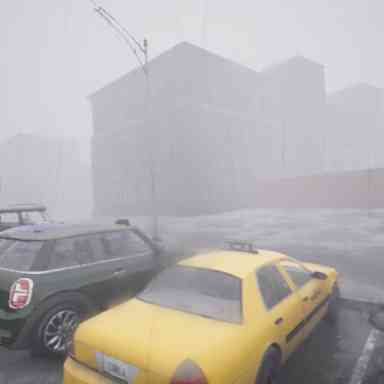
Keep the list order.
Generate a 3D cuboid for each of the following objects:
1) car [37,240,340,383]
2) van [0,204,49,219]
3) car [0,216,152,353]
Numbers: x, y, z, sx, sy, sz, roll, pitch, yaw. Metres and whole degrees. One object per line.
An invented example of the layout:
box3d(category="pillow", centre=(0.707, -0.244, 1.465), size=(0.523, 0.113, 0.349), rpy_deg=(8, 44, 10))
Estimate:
box3d(category="car", centre=(0.828, 1.496, 4.956), size=(1.946, 1.575, 5.366), rpy_deg=(-1, 0, 35))
box3d(category="van", centre=(-6.121, 1.379, 9.828), size=(1.878, 1.987, 4.442), rpy_deg=(-2, -1, 35))
box3d(category="car", centre=(-1.675, 1.400, 6.475), size=(2.185, 1.767, 4.553), rpy_deg=(-1, 0, 35))
